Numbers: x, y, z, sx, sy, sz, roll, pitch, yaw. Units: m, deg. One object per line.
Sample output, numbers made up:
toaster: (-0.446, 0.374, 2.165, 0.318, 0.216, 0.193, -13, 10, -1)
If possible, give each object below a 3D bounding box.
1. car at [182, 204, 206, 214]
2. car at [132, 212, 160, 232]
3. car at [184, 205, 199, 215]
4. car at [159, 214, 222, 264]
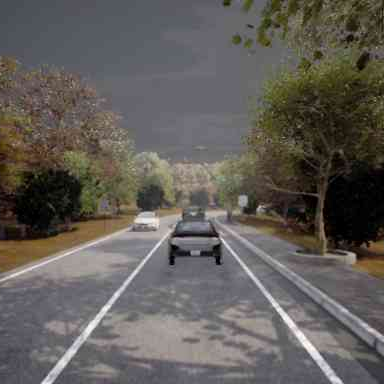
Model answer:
car: (0.157, 2.230, 32.453, 2.150, 2.045, 5.566, 0, -2, 1)
car: (-3.559, 2.322, 26.489, 1.812, 1.442, 4.674, 0, -2, 0)
car: (-0.090, 3.558, 66.566, 2.097, 1.767, 4.553, 1, -2, 12)
car: (0.109, 1.809, 13.020, 2.128, 1.511, 4.902, 0, -2, 0)
